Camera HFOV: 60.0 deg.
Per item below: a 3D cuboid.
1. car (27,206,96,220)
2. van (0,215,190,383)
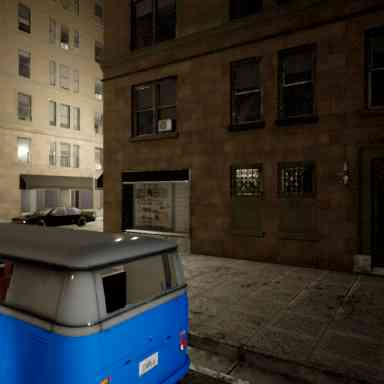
[{"bbox_3d":[-8.771,1.626,21.486,2.033,1.411,5.357,0,0,33],"label":"car"},{"bbox_3d":[-1.948,1.341,4.074,3.998,1.788,1.690,0,0,33],"label":"van"}]
